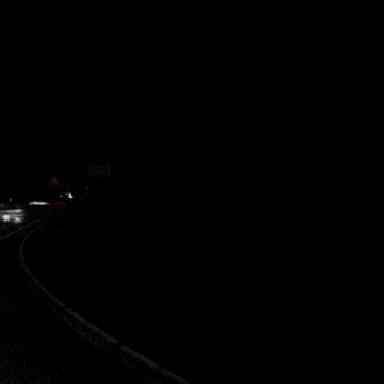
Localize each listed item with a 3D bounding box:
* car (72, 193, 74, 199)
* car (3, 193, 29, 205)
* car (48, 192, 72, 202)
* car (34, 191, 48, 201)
[{"bbox_3d":[-22.866,0.645,60.876,1.812,1.442,4.674,0,1,-15],"label":"car"},{"bbox_3d":[-20.167,0.822,38.231,2.128,1.511,4.902,0,-5,-15],"label":"car"},{"bbox_3d":[-20.142,0.778,50.817,2.128,1.511,4.902,0,1,-15],"label":"car"},{"bbox_3d":[-24.477,0.520,54.393,2.128,1.511,4.902,0,1,-15],"label":"car"}]
